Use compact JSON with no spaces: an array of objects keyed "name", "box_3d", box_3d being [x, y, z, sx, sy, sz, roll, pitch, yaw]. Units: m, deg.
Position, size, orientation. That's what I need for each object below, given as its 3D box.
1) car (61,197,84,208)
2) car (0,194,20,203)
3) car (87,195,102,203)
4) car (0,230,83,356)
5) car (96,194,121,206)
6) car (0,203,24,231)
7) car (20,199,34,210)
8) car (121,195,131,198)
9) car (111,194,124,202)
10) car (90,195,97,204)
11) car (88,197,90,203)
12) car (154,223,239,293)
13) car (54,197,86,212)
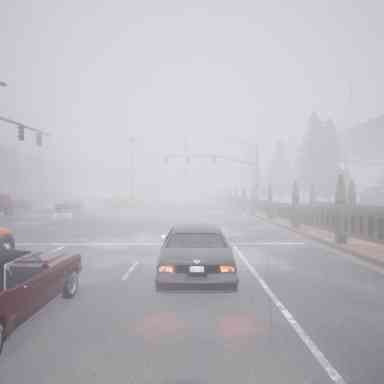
[{"name":"car","box_3d":[-17.627,1.526,49.429,1.812,1.442,4.674,0,0,0]},{"name":"car","box_3d":[-17.630,1.221,28.757,2.150,2.045,5.566,0,0,0]},{"name":"car","box_3d":[-21.069,1.478,72.130,1.882,1.535,5.008,0,0,0]},{"name":"car","box_3d":[-3.405,1.601,5.519,1.895,1.301,4.718,0,0,0]},{"name":"car","box_3d":[-14.133,1.547,56.698,2.033,1.411,5.357,0,0,0]},{"name":"car","box_3d":[-6.909,1.352,9.183,2.097,1.767,4.553,0,0,0]},{"name":"car","box_3d":[-21.558,1.548,40.460,2.033,1.411,5.357,0,0,8]},{"name":"car","box_3d":[-14.068,1.595,71.273,1.895,1.301,4.718,0,0,0]},{"name":"car","box_3d":[-17.575,1.349,78.447,2.097,1.767,4.553,0,0,0]},{"name":"car","box_3d":[-17.597,1.477,63.245,1.882,1.535,5.008,0,0,0]},{"name":"car","box_3d":[-21.106,1.547,61.208,2.033,1.411,5.357,0,0,1]},{"name":"car","box_3d":[0.091,1.547,8.974,2.033,1.411,5.357,0,0,0]},{"name":"car","box_3d":[-14.138,1.601,38.366,1.895,1.301,4.718,0,0,0]}]
